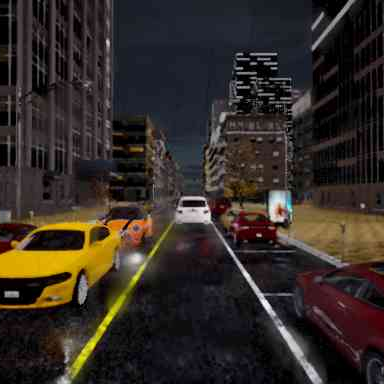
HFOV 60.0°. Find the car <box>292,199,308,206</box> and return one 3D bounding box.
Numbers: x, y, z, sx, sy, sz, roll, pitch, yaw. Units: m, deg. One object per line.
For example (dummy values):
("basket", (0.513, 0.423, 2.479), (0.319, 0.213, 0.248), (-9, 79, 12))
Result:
("car", (20.867, 2.079, 68.152), (4.097, 1.590, 1.967), (1, -2, 0))

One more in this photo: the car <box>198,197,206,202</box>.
("car", (2.726, 1.990, 92.468), (1.887, 1.381, 4.507), (1, 0, 0))

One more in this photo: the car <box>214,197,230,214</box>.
("car", (2.709, 1.469, 32.314), (2.192, 1.841, 5.009), (1, 0, 0))

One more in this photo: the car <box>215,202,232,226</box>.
("car", (2.704, 1.628, 21.365), (1.752, 1.417, 4.829), (1, 0, 0))

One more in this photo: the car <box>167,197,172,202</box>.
("car", (-5.656, 1.940, 86.792), (1.752, 1.417, 4.829), (1, 0, 0))

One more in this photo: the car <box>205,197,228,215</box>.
("car", (2.710, 1.496, 37.874), (2.192, 1.841, 5.009), (1, 0, 0))

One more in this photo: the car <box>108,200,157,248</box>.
("car", (-2.996, 1.443, 15.057), (2.097, 1.767, 4.553), (0, 0, 0))

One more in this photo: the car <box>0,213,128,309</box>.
("car", (-3.092, 1.516, 8.231), (1.882, 1.535, 5.008), (0, -1, 0))

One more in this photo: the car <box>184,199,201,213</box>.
("car", (0.090, 1.670, 40.399), (1.882, 1.535, 5.008), (0, 0, 0))

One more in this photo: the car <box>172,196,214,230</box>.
("car", (0.074, 1.330, 22.180), (2.150, 2.045, 5.566), (0, 0, 0))

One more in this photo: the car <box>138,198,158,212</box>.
("car", (-5.669, 1.645, 43.437), (1.967, 1.590, 4.097), (1, 0, 0))

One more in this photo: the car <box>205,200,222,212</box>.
("car", (2.710, 1.752, 43.433), (1.887, 1.381, 4.507), (1, 0, 0))

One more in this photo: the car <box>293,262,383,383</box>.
("car", (2.698, 1.605, 4.516), (1.802, 1.307, 4.206), (1, 0, 0))

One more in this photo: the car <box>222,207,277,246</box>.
("car", (2.701, 1.620, 15.636), (1.887, 1.381, 4.507), (1, 0, 0))

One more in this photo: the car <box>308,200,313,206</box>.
("car", (26.280, 2.371, 76.501), (4.829, 1.417, 1.752), (1, -2, 0))
